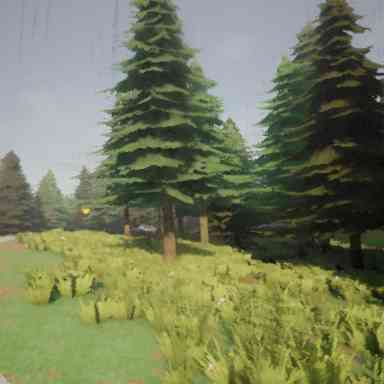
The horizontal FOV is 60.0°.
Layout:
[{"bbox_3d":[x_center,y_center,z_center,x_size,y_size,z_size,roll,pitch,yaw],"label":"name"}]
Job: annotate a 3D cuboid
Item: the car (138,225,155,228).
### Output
[{"bbox_3d":[-6.793,5.340,46.488,1.812,1.442,4.674,-7,-11,42],"label":"car"}]
